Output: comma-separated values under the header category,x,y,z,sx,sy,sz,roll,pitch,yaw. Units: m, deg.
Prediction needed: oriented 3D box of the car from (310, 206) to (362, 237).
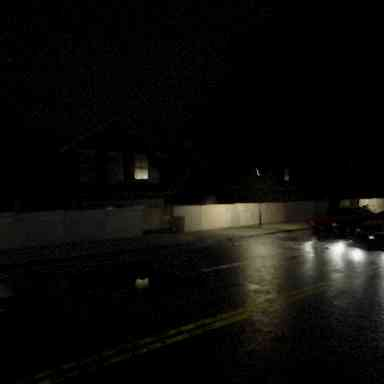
category,x,y,z,sx,sy,sz,roll,pitch,yaw
car,8.609,1.552,18.665,5.008,1.535,1.882,0,-1,-38

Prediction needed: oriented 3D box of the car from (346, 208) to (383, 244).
category,x,y,z,sx,sy,sz,roll,pitch,yaw
car,9.106,1.549,14.927,4.674,1.442,1.812,0,-1,-38
